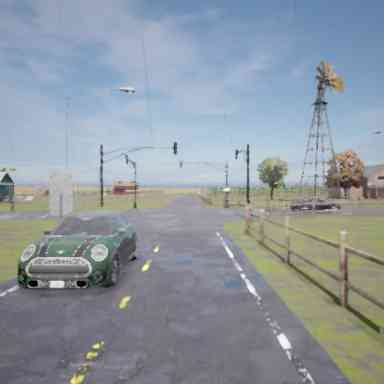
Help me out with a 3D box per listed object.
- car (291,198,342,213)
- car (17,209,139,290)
[{"bbox_3d":[12.435,1.345,33.290,4.892,1.490,1.837,-1,1,0],"label":"car"},{"bbox_3d":[-2.825,1.343,9.236,2.097,1.767,4.553,0,0,0],"label":"car"}]
